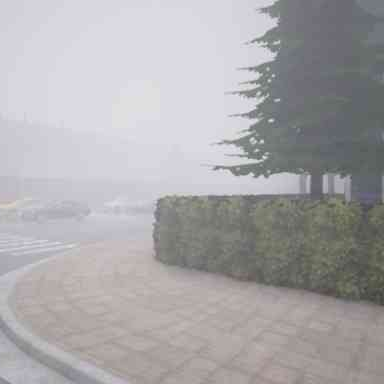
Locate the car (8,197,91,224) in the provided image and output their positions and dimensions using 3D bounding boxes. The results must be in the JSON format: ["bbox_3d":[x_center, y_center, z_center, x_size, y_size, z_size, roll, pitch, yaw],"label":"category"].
[{"bbox_3d":[-9.113,1.211,22.226,2.128,1.511,4.902,1,0,35],"label":"car"}]

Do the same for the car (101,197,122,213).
[{"bbox_3d":[-6.512,1.207,31.851,1.812,1.442,4.674,1,0,36],"label":"car"}]

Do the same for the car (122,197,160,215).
[{"bbox_3d":[-3.442,1.268,30.153,2.033,1.411,5.357,1,0,36],"label":"car"}]

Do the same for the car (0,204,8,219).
[{"bbox_3d":[-11.899,1.158,24.337,1.882,1.535,5.008,1,0,36],"label":"car"}]
